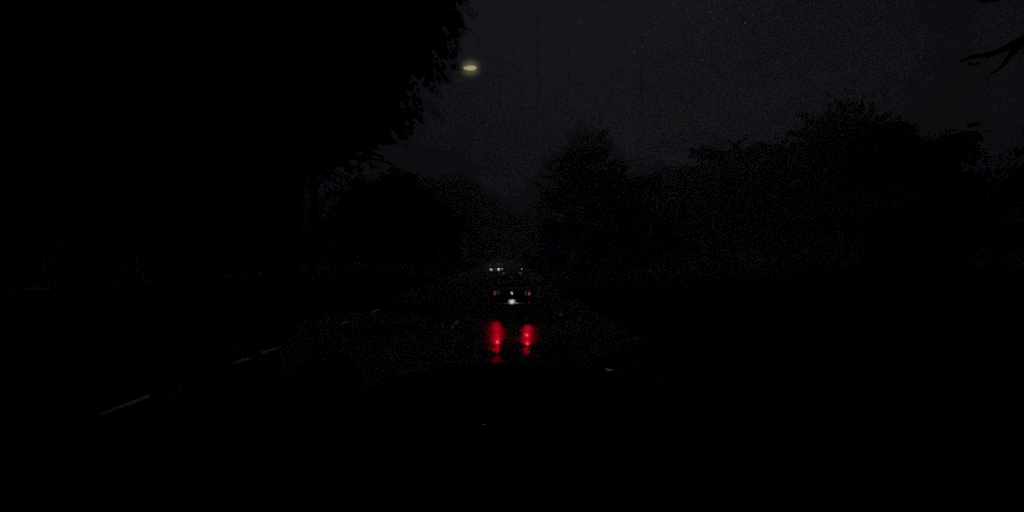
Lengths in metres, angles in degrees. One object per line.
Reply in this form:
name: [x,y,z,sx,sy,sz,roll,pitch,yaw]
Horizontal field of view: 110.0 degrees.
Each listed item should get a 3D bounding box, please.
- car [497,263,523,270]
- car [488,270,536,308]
car: [0.005,1.552,31.153,1.994,1.385,4.181,0,0,0]
car: [0.004,1.474,15.980,1.895,1.301,4.718,0,0,0]
